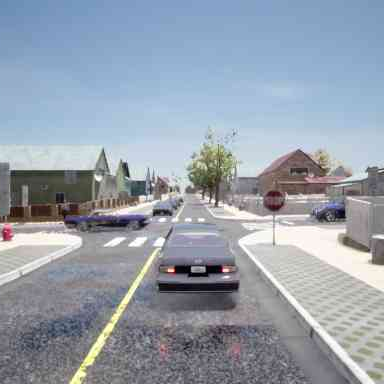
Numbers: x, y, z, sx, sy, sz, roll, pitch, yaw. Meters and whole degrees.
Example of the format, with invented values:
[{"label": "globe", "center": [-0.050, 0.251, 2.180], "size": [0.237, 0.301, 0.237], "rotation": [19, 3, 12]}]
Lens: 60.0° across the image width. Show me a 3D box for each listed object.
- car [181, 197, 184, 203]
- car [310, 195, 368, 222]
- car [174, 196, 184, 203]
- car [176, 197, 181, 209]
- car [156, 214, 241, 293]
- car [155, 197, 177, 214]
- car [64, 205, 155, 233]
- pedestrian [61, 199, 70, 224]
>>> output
[{"label": "car", "center": [-2.802, 1.490, 53.051], "size": [2.128, 1.511, 4.902], "rotation": [0, 0, 0]}, {"label": "car", "center": [10.406, 1.067, 22.568], "size": [4.553, 1.767, 2.097], "rotation": [-2, -1, 2]}, {"label": "car", "center": [-2.701, 1.603, 68.916], "size": [1.895, 1.301, 4.718], "rotation": [0, 0, 0]}, {"label": "car", "center": [-2.818, 1.565, 42.545], "size": [1.994, 1.385, 4.181], "rotation": [0, 0, 0]}, {"label": "car", "center": [0.080, 1.550, 8.972], "size": [2.033, 1.411, 5.357], "rotation": [0, 0, -1]}, {"label": "car", "center": [-2.794, 1.549, 32.754], "size": [2.033, 1.411, 5.357], "rotation": [0, 0, -1]}, {"label": "car", "center": [-4.796, 1.647, 19.451], "size": [4.718, 1.301, 1.895], "rotation": [-2, -1, 0]}, {"label": "pedestrian", "center": [-9.673, 1.462, 25.301], "size": [0.375, 1.860, 0.375], "rotation": [0, 0, 0]}]
